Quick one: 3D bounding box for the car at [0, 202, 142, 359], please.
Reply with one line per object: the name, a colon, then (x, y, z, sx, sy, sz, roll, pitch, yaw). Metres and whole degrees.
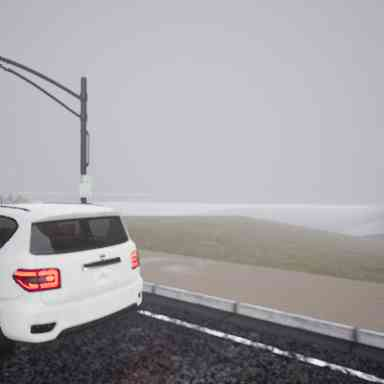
car: (-3.403, 1.211, 6.107, 5.566, 2.045, 2.150, 0, 0, 35)
